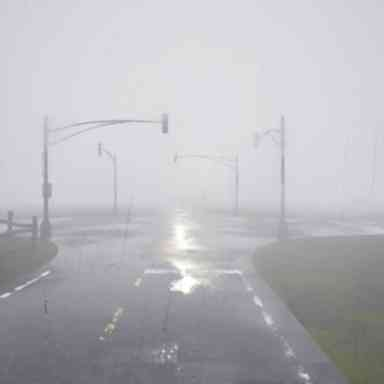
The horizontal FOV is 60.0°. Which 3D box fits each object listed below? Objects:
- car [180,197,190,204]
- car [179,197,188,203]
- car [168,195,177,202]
[{"bbox_3d":[-1.623,1.850,75.955,2.097,1.767,4.553,0,0,-3],"label":"car"},{"bbox_3d":[-2.225,2.088,86.028,1.895,1.301,4.718,0,0,-4],"label":"car"},{"bbox_3d":[-4.610,1.505,80.051,2.097,1.767,4.553,0,0,-3],"label":"car"}]
